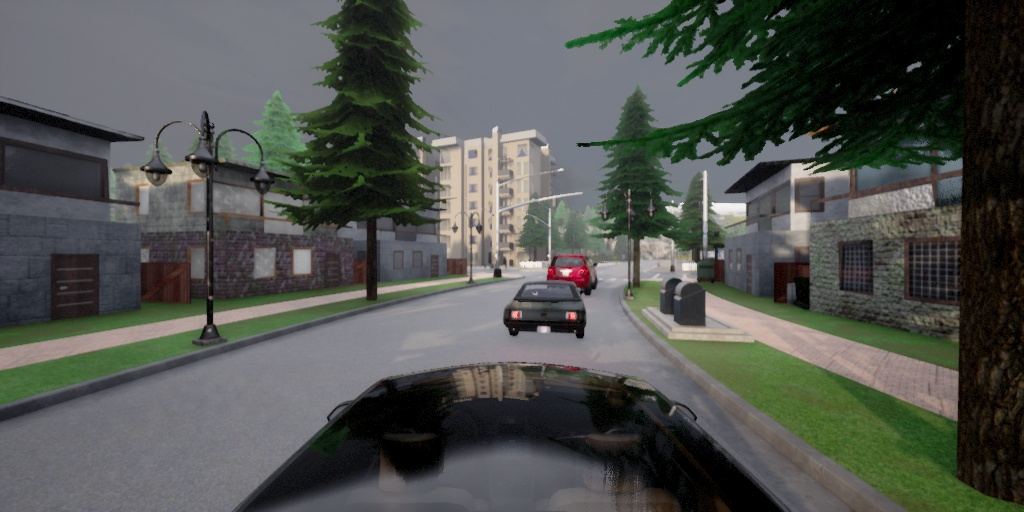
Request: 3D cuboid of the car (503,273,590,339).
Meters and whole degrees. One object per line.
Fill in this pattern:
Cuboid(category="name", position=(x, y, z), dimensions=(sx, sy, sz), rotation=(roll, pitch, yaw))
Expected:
Cuboid(category="car", position=(1.073, 1.340, 10.135), dimensions=(1.895, 1.301, 4.718), rotation=(0, 0, 9))

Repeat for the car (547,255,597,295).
Cuboid(category="car", position=(3.369, 0.948, 19.630), dimensions=(2.150, 2.045, 5.566), rotation=(0, 0, 18))
